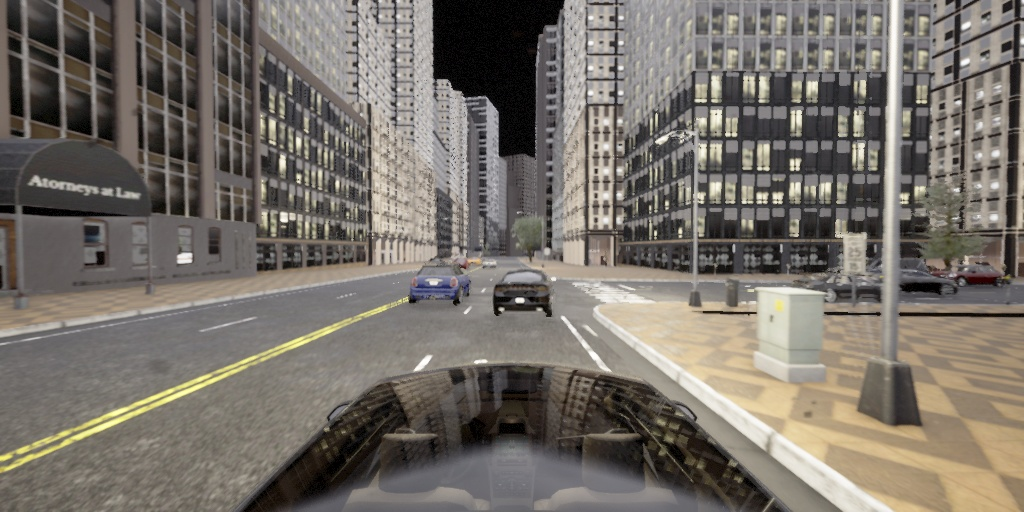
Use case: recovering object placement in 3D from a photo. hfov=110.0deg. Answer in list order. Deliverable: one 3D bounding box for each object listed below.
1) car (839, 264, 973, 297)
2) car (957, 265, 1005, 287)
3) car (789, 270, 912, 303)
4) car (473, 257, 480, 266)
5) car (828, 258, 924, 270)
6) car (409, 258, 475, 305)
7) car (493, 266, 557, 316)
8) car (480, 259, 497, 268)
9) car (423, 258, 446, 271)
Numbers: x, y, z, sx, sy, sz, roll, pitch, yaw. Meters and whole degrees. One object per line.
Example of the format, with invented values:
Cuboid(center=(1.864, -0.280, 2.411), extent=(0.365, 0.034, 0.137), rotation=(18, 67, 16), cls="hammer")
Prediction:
Cuboid(center=(21.906, 1.448, 20.128), extent=(4.902, 1.511, 2.128), rotation=(1, 1, 0), cls="car")
Cuboid(center=(32.742, 1.385, 26.044), extent=(4.097, 1.591, 1.967), rotation=(0, 0, -1), cls="car")
Cuboid(center=(15.914, 1.506, 17.325), extent=(4.403, 1.370, 2.007), rotation=(0, 0, -1), cls="car")
Cuboid(center=(-6.528, 0.952, 62.587), extent=(1.882, 1.535, 5.008), rotation=(0, 0, 1), cls="car")
Cuboid(center=(23.622, 1.129, 23.314), extent=(5.566, 2.045, 2.150), rotation=(0, 1, -1), cls="car")
Cuboid(center=(-3.138, 1.123, 16.513), extent=(2.097, 1.767, 4.553), rotation=(1, 0, 0), cls="car")
Cuboid(center=(0.586, 1.214, 13.188), extent=(1.882, 1.535, 5.008), rotation=(-1, -1, 8), cls="car")
Cuboid(center=(-3.152, 1.123, 52.026), extent=(1.895, 1.301, 4.718), rotation=(0, 0, 0), cls="car")
Cuboid(center=(-9.829, 1.053, 46.018), extent=(1.837, 1.490, 4.892), rotation=(0, 1, 0), cls="car")
